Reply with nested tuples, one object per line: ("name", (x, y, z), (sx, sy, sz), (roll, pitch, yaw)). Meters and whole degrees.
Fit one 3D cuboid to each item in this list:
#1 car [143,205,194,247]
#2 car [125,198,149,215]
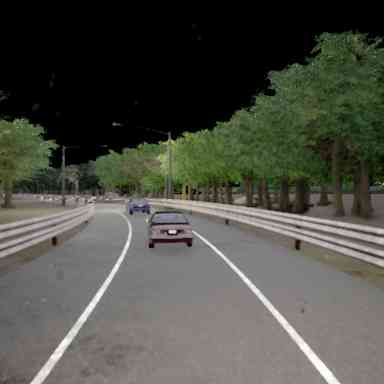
("car", (-1.095, 1.561, 15.151), (2.033, 1.411, 5.357), (0, 0, -8))
("car", (-5.818, 1.402, 35.244), (2.097, 1.767, 4.553), (0, 0, -17))
